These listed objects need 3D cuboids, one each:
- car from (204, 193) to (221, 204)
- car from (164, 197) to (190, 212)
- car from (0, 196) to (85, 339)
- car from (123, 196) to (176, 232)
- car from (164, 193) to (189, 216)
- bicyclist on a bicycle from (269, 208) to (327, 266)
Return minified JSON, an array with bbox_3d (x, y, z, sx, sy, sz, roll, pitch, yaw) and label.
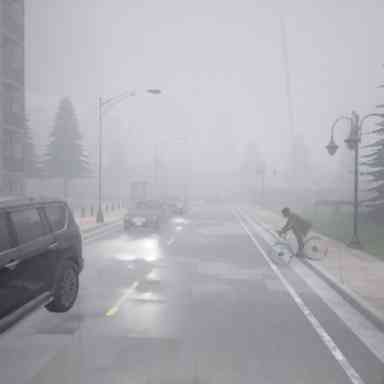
[{"bbox_3d":[2.797,0.862,45.981,2.128,1.511,4.902,0,1,-5],"label":"car"},{"bbox_3d":[-1.381,1.161,32.184,1.895,1.301,4.718,0,0,5],"label":"car"},{"bbox_3d":[-3.388,1.141,4.559,2.150,2.045,5.566,0,1,4],"label":"car"},{"bbox_3d":[-2.397,1.226,18.409,2.128,1.511,4.902,0,1,4],"label":"car"},{"bbox_3d":[-1.652,0.932,27.491,2.097,1.767,4.553,0,3,4],"label":"car"},{"bbox_3d":[2.931,1.239,9.432,1.656,1.620,0.582,-9,0,4],"label":"bicyclist on a bicycle"}]
